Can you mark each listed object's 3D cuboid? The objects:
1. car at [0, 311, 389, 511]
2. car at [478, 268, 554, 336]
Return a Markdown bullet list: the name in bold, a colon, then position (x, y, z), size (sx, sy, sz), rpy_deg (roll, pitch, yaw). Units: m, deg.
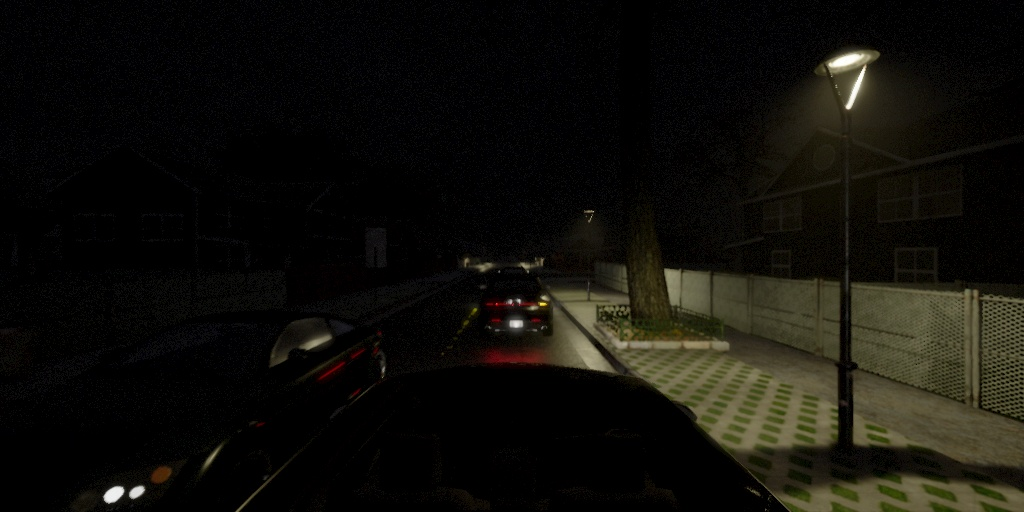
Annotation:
- **car**: position (-2.846, 1.316, 3.745), size (1.994, 1.385, 4.181), rpy_deg (0, 0, 0)
- **car**: position (0.095, 1.263, 10.390), size (1.837, 1.490, 4.892), rpy_deg (0, 0, 0)
